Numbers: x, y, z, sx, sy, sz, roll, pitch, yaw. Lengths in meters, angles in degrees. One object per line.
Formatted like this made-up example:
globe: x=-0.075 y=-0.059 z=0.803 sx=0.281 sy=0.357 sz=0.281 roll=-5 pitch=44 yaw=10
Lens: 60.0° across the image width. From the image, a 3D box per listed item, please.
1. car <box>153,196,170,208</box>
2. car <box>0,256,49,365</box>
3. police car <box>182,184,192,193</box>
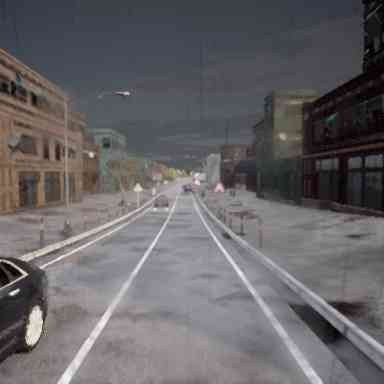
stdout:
car: x=-4.018 y=1.296 z=44.243 sx=1.837 sy=1.490 sz=4.892 roll=0 pitch=2 yaw=-1
car: x=-3.148 y=1.520 z=3.379 sx=1.837 sy=1.490 sz=4.892 roll=0 pitch=0 yaw=-1
police car: x=-1.005 y=-0.728 z=86.631 sx=1.930 sy=1.638 sz=5.238 roll=0 pitch=2 yaw=-1
